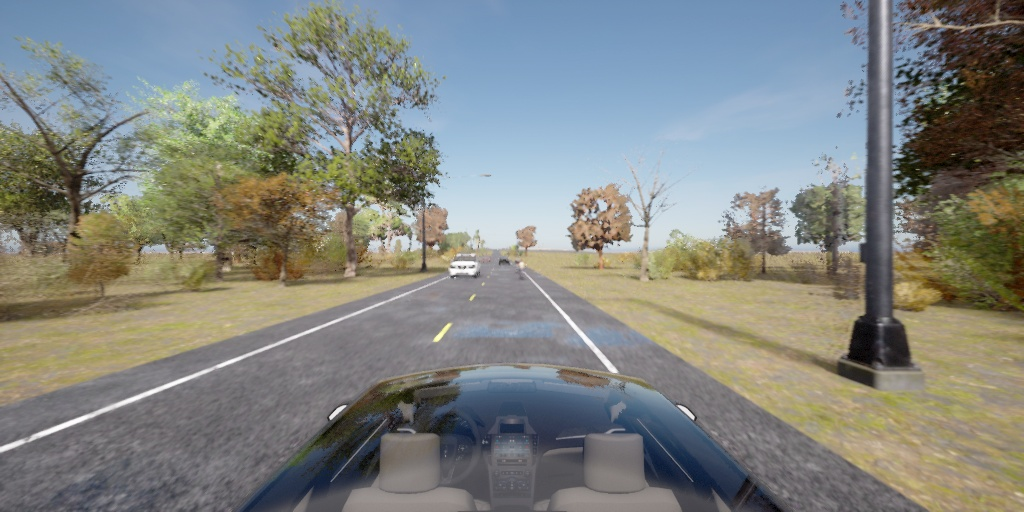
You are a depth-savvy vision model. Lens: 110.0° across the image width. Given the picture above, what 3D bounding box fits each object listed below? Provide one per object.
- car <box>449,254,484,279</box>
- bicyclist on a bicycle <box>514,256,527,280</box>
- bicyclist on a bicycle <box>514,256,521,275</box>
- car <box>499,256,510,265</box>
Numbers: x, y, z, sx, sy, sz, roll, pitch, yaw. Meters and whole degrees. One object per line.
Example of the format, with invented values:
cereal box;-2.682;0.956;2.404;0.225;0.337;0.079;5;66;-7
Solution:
car;-3.883;0.809;30.308;2.150;2.045;5.566;0;0;-1
bicyclist on a bicycle;0.741;1.034;27.479;0.866;1.612;1.509;0;0;-1
bicyclist on a bicycle;0.541;0.917;36.063;0.659;1.776;1.843;0;1;-1
car;-1.368;0.853;64.765;1.882;1.535;5.008;0;0;-2
